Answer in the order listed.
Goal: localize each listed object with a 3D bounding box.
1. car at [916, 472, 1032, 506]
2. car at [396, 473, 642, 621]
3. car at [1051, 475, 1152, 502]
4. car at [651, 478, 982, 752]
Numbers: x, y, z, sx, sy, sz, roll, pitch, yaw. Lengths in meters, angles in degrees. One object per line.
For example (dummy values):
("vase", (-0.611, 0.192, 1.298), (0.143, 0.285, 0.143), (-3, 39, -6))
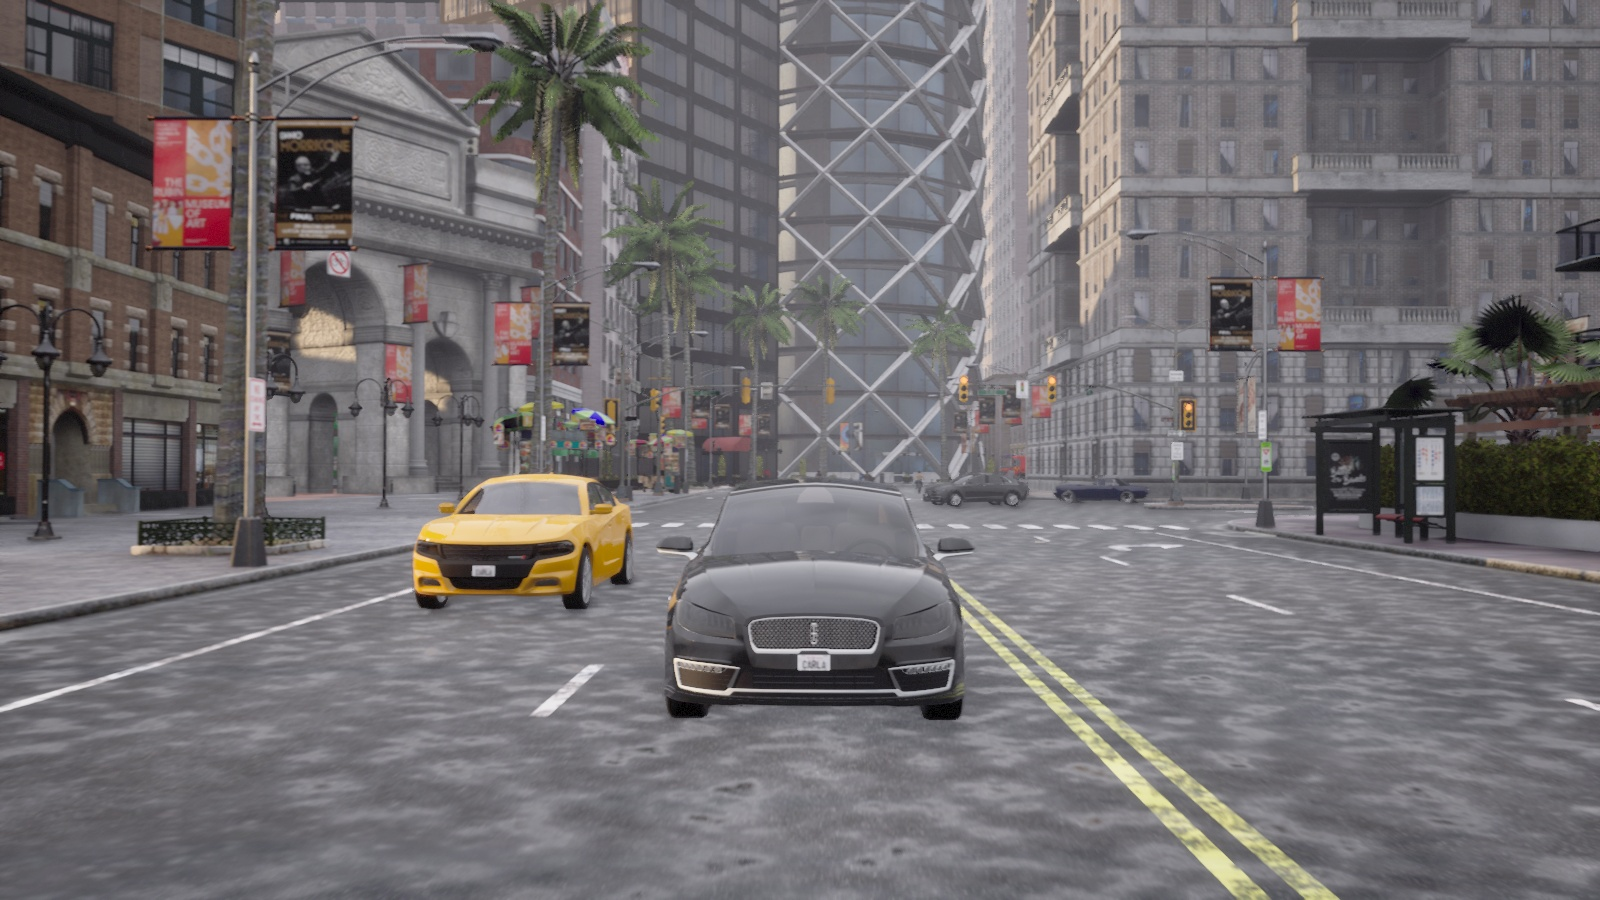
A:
("car", (7.907, 1.744, 56.982), (4.892, 1.490, 1.837), (0, -1, -20))
("car", (-3.271, 1.068, 15.707), (1.882, 1.535, 5.008), (0, -1, 1))
("car", (15.268, 1.923, 63.620), (4.718, 1.301, 1.895), (-1, -1, 21))
("car", (0.128, 0.977, 9.441), (1.837, 1.490, 4.892), (0, -1, 1))
